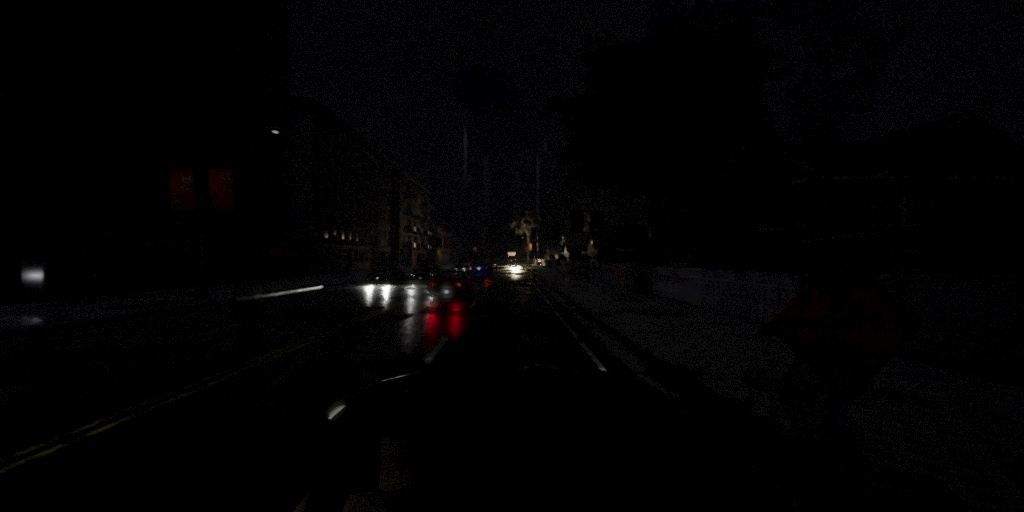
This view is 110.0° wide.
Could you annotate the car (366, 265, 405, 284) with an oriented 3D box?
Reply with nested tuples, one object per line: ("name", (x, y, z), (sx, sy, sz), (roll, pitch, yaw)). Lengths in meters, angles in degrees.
("car", (-9.857, 1.438, 28.204), (1.994, 1.385, 4.181), (0, 0, 0))

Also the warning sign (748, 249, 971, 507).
("warning sign", (2.850, 0.872, 3.108), (1.300, 1.860, 1.060), (0, 0, 0))

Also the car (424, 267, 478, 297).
("car", (-3.156, 1.434, 19.491), (1.895, 1.301, 4.718), (0, 0, 0))

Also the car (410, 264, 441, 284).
("car", (-6.608, 1.380, 28.409), (1.837, 1.490, 4.892), (0, 0, 0))

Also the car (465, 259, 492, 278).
("car", (-3.161, 1.264, 36.266), (2.097, 1.767, 4.553), (0, 0, 0))
